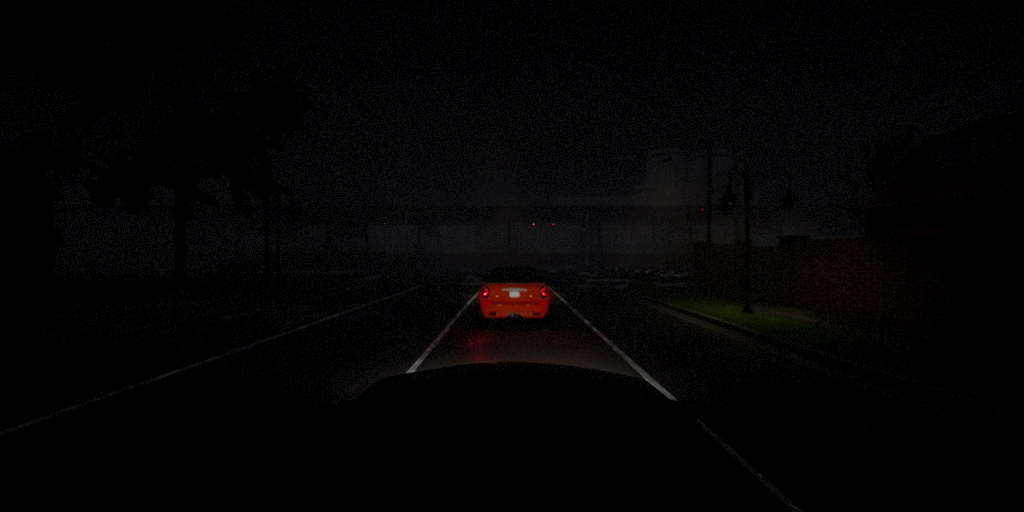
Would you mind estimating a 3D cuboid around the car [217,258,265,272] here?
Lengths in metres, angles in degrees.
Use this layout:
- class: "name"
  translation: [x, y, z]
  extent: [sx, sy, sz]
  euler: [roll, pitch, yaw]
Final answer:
- class: "car"
  translation: [-29.700, 0.973, 39.561]
  extent: [4.902, 1.511, 2.128]
  euler: [0, 0, 2]

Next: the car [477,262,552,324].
- class: "car"
  translation: [0.078, 1.032, 11.792]
  extent: [2.097, 1.767, 4.553]
  euler: [0, 1, 0]
